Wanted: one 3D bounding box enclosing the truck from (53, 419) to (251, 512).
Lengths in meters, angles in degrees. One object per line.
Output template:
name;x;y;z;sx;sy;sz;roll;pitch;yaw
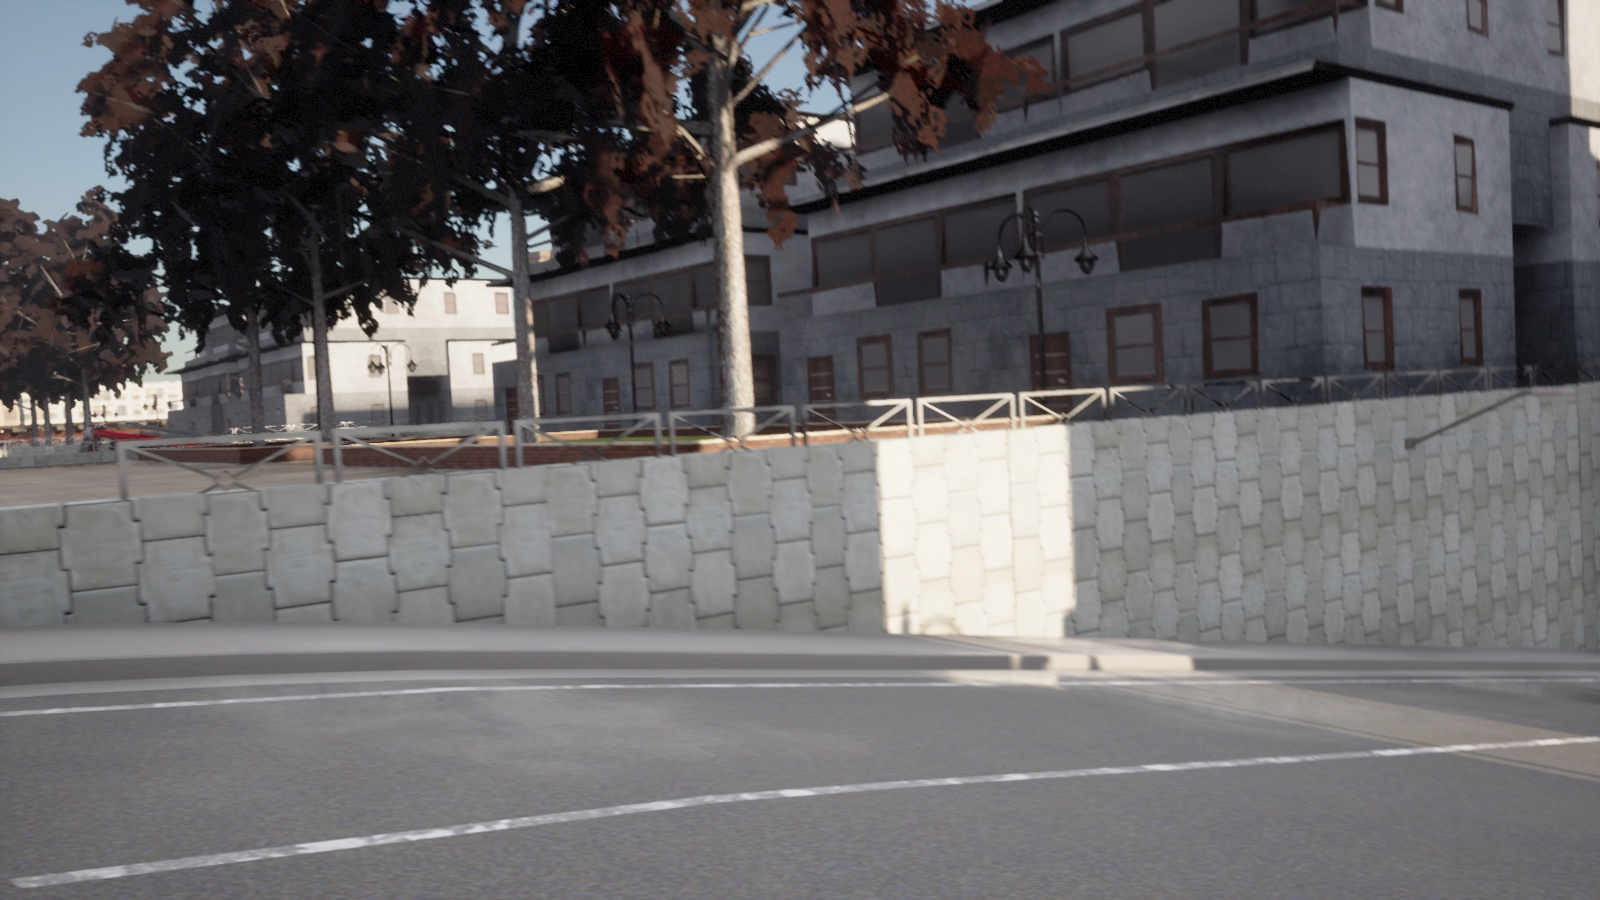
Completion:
truck;-33.796;0.879;65.673;8.468;3.827;2.891;9;-5;-36
